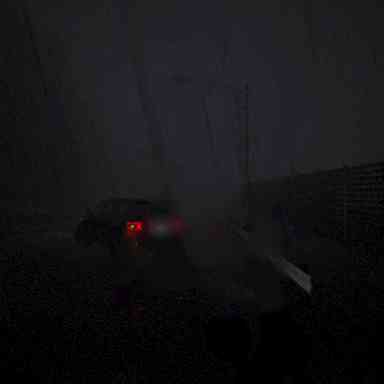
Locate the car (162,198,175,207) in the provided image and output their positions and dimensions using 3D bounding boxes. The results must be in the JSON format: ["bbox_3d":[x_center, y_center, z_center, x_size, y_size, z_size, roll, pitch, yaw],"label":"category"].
[{"bbox_3d":[-3.989,1.709,56.636,1.994,1.385,4.181,0,0,0],"label":"car"}]

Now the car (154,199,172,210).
[{"bbox_3d":[-4.044,1.667,46.650,2.033,1.411,5.357,0,0,0],"label":"car"}]

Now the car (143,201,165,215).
[{"bbox_3d":[-4.085,1.696,36.888,1.895,1.301,4.718,0,0,0],"label":"car"}]

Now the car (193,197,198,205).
[{"bbox_3d":[0.002,1.704,61.004,2.033,1.411,5.357,0,0,-4],"label":"car"}]

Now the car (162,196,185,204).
[{"bbox_3d":[-3.888,1.659,70.699,5.008,1.535,1.882,0,0,40],"label":"car"}]

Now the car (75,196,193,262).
[{"bbox_3d":[-2.562,1.253,12.620,2.150,2.045,5.566,2,-1,-36],"label":"car"}]
